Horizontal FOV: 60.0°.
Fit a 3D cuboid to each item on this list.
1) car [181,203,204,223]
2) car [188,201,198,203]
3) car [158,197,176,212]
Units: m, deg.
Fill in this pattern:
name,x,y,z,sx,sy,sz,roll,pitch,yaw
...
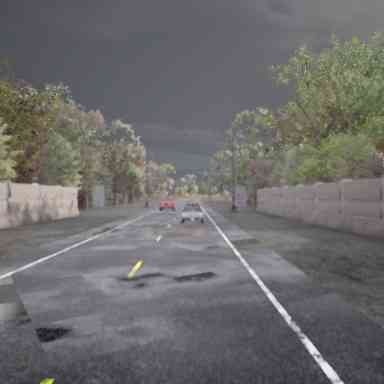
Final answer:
name,x,y,z,sx,sy,sz,roll,pitch,yaw
car,0.046,1.904,28.529,1.895,1.301,4.718,0,-1,0
car,0.111,1.959,44.281,1.837,1.490,4.892,0,0,0
car,-3.524,1.708,47.944,2.150,2.045,5.566,0,-1,0
